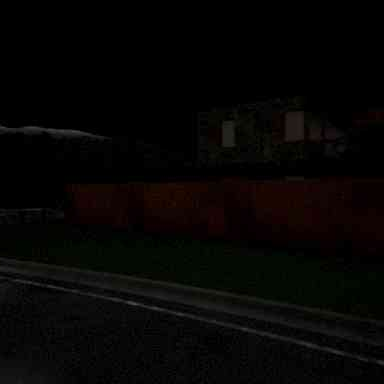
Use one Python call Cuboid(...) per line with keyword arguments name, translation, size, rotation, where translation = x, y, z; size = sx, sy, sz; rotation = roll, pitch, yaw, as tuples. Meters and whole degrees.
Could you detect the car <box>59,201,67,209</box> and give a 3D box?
Cuboid(name="car", translation=(-13.913, 1.319, 40.830), size=(1.812, 1.442, 4.674), rotation=(0, 0, 36))
